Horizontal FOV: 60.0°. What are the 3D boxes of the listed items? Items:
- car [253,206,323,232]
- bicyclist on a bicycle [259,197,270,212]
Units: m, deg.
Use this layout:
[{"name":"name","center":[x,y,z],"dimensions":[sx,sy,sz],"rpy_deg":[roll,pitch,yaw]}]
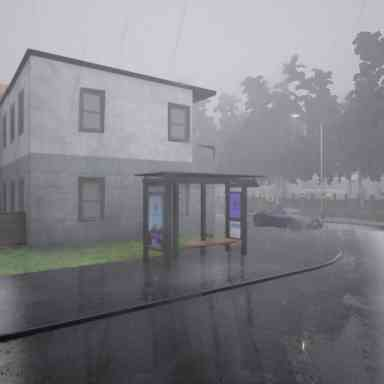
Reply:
[{"name":"car","center":[5.677,1.562,20.067],"dimensions":[1.994,1.385,4.181],"rpy_deg":[0,0,-36]},{"name":"bicyclist on a bicycle","center":[7.145,1.348,32.428],"dimensions":[1.656,1.620,0.582],"rpy_deg":[0,0,-35]}]
